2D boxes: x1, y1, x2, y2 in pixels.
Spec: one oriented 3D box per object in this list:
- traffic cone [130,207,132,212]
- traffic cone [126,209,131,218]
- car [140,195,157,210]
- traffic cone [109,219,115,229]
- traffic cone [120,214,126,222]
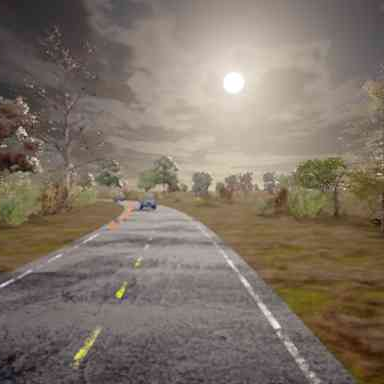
[{"bbox_3d":[-6.839,2.147,36.227,0.340,0.580,0.340,0,0,-8],"label":"traffic cone"},{"bbox_3d":[-6.183,2.122,31.322,0.340,0.580,0.340,0,0,-7],"label":"traffic cone"},{"bbox_3d":[-6.228,1.466,47.130,2.150,2.045,5.566,0,0,-11],"label":"car"},{"bbox_3d":[-5.150,2.072,21.479,0.340,0.580,0.340,0,0,-5],"label":"traffic cone"},{"bbox_3d":[-5.620,2.097,26.405,0.340,0.580,0.340,0,0,-6],"label":"traffic cone"}]
